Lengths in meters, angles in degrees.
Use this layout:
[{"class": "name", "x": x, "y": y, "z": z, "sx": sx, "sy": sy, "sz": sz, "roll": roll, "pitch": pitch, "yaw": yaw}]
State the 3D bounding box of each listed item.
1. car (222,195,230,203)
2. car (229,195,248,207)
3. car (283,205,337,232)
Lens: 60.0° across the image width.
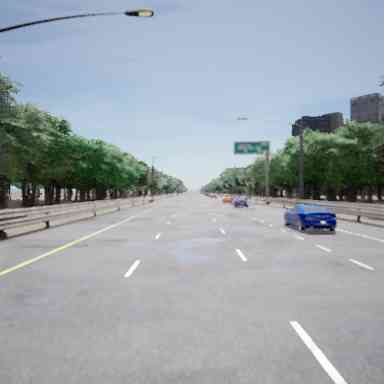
[{"class": "car", "x": 7.243, "y": 1.318, "z": 67.600, "sx": 2.097, "sy": 1.767, "sz": 4.553, "roll": 0, "pitch": 0, "yaw": 0}, {"class": "car", "x": 7.145, "y": 1.519, "z": 49.682, "sx": 1.812, "sy": 1.442, "sz": 4.674, "roll": 0, "pitch": 0, "yaw": 0}, {"class": "car", "x": 7.028, "y": 1.498, "z": 20.275, "sx": 1.882, "sy": 1.535, "sz": 5.008, "roll": 0, "pitch": 0, "yaw": 0}]
